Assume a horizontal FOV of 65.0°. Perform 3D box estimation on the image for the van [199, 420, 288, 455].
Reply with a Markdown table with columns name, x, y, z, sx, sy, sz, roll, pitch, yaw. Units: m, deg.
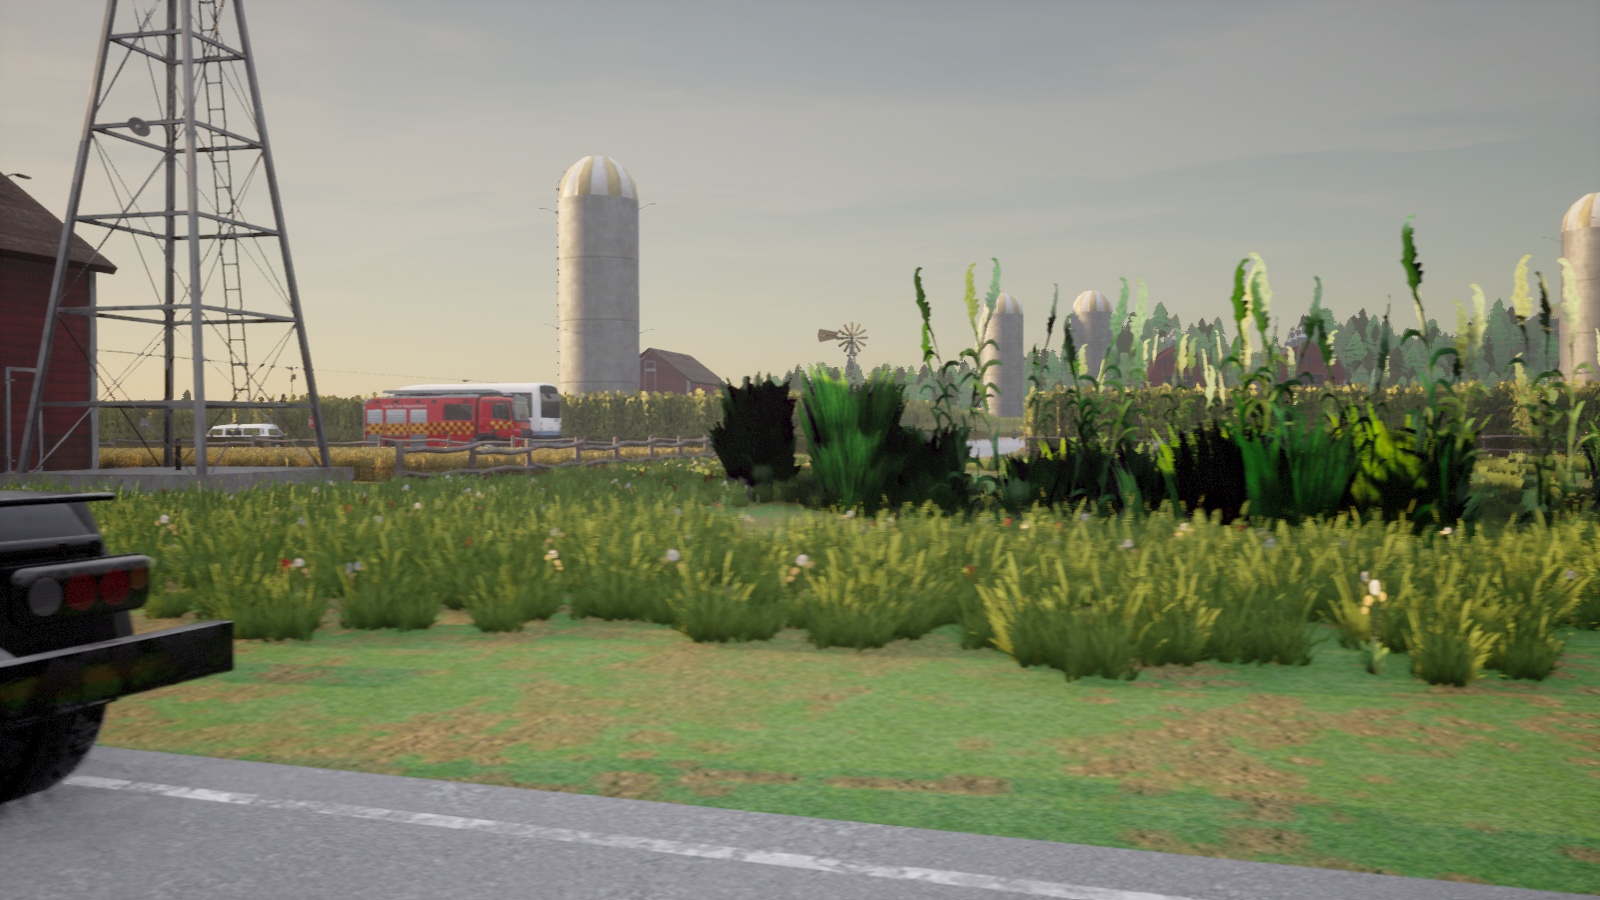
| name | x | y | z | sx | sy | sz | roll | pitch | yaw |
| --- | --- | --- | --- | --- | --- | --- | --- | --- | --- |
| van | -33.156 | -0.774 | 74.830 | 4.480 | 2.038 | 2.069 | 0 | 1 | 13 |

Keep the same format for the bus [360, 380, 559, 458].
| name | x | y | z | sx | sy | sz | roll | pitch | yaw |
| --- | --- | --- | --- | --- | --- | --- | --- | --- | --- |
| bus | -19.348 | -1.772 | 71.654 | 10.273 | 4.253 | 3.944 | 0 | 1 | 12 |

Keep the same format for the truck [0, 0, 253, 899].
| name | x | y | z | sx | sy | sz | roll | pitch | yaw |
| --- | --- | --- | --- | --- | --- | --- | --- | --- | --- |
| truck | -6.467 | -0.260 | 5.038 | 7.936 | 3.462 | 2.891 | 1 | 1 | 19 |

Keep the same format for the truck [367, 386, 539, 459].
| name | x | y | z | sx | sy | sz | roll | pitch | yaw |
| --- | --- | --- | --- | --- | --- | --- | --- | --- | --- |
| truck | -18.631 | -1.486 | 67.723 | 8.468 | 3.827 | 2.891 | 0 | 1 | 3 |

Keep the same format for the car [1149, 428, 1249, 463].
| name | x | y | z | sx | sy | sz | roll | pitch | yaw |
| --- | --- | --- | --- | --- | --- | --- | --- | --- | --- |
| car | 19.834 | -0.258 | 62.632 | 4.611 | 1.667 | 2.242 | 0 | 1 | 13 |
